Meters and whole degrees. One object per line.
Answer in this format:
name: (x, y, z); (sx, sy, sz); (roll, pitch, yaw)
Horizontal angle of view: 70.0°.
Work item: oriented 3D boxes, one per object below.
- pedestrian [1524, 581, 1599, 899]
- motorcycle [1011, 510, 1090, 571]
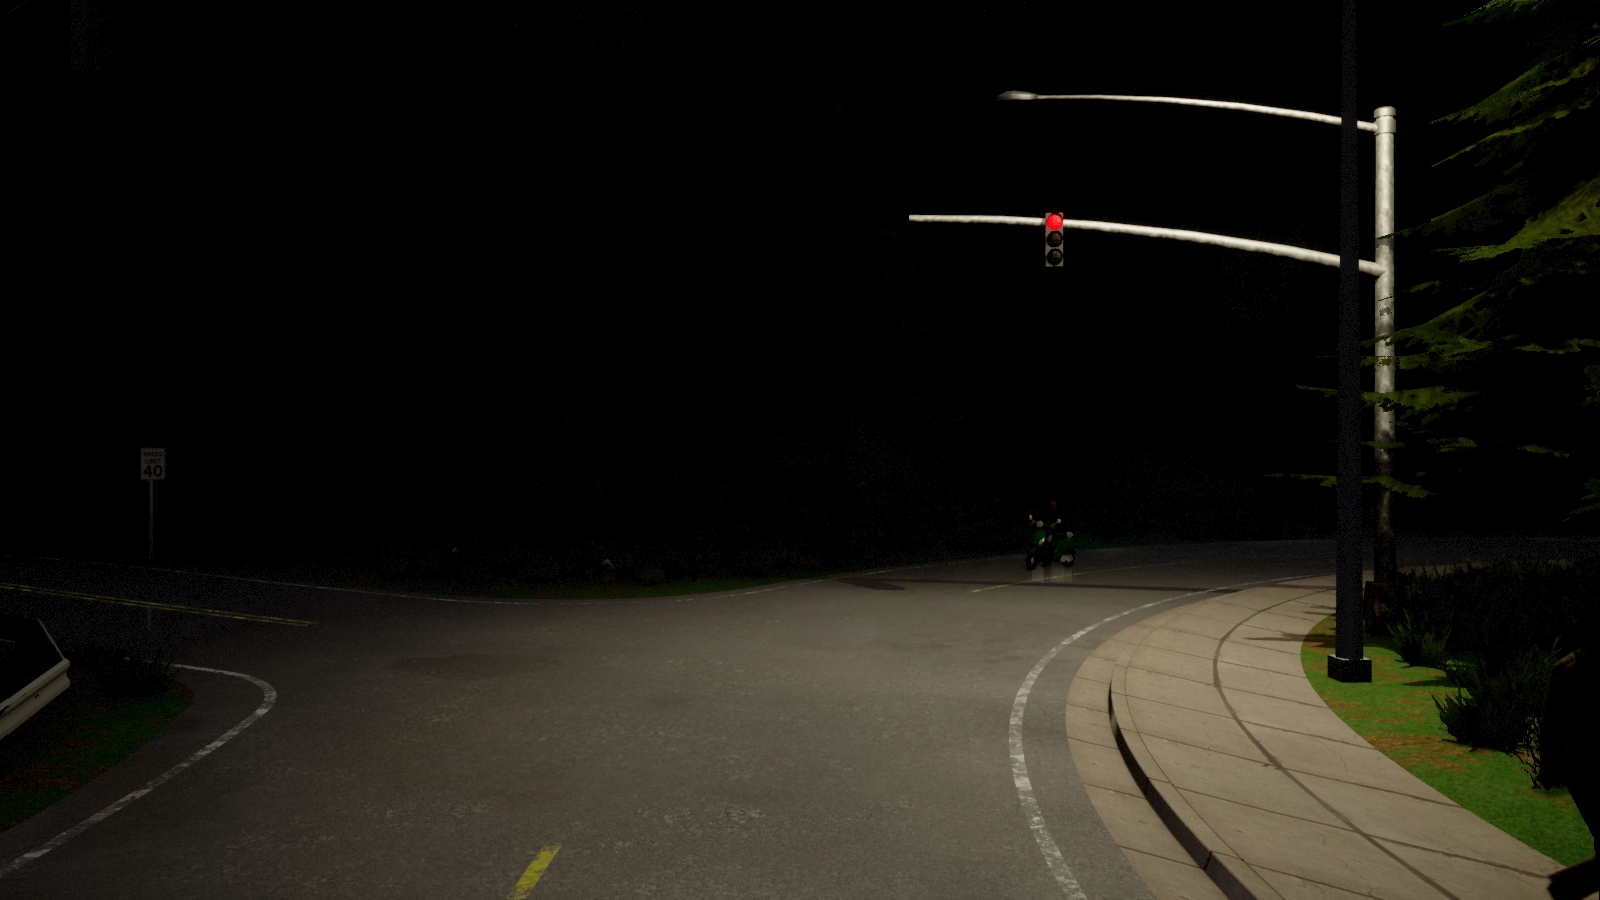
pedestrian: (4.245, 1.671, 6.204); (0.375, 1.860, 0.375); (0, 0, -18)
motorcycle: (5.937, 2.115, 27.011); (1.805, 1.316, 0.856); (0, 0, -37)
